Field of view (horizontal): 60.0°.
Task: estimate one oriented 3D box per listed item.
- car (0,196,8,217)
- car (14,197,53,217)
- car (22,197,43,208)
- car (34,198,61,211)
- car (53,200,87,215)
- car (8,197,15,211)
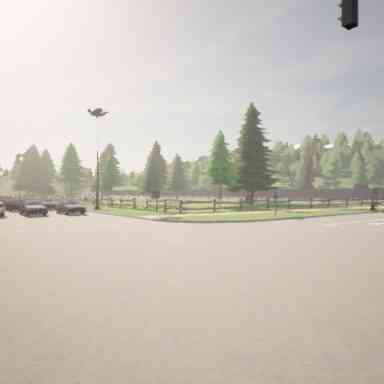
[{"bbox_3d":[-18.919,1.216,31.026,2.150,2.045,5.566,0,0,-35],"label":"car"},{"bbox_3d":[-15.374,1.540,32.090,2.033,1.411,5.357,0,0,-36],"label":"car"},{"bbox_3d":[-24.447,1.536,50.715,2.033,1.411,5.357,0,0,-35],"label":"car"},{"bbox_3d":[-18.376,1.537,42.223,2.033,1.411,5.357,0,0,-36],"label":"car"},{"bbox_3d":[-12.474,1.537,34.058,2.033,1.411,5.357,0,0,-36],"label":"car"},{"bbox_3d":[-20.990,1.593,39.863,1.895,1.301,4.718,0,0,-36],"label":"car"}]
